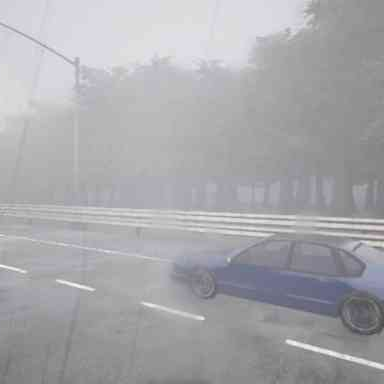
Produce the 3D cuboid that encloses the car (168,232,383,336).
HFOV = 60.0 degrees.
[{"bbox_3d":[2.075,1.549,6.688,5.357,1.411,2.033,0,0,36],"label":"car"}]
